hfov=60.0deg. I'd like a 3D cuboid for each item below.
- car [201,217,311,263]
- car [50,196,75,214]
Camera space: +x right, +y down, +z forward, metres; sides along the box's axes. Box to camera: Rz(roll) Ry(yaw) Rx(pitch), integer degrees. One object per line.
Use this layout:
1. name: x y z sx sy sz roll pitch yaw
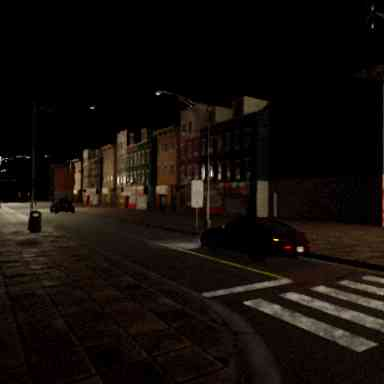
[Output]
1. car: 2.196 1.643 12.463 1.812 1.442 4.674 2 -1 -32
2. car: -15.498 1.641 39.744 2.097 1.767 4.553 1 -1 -32
